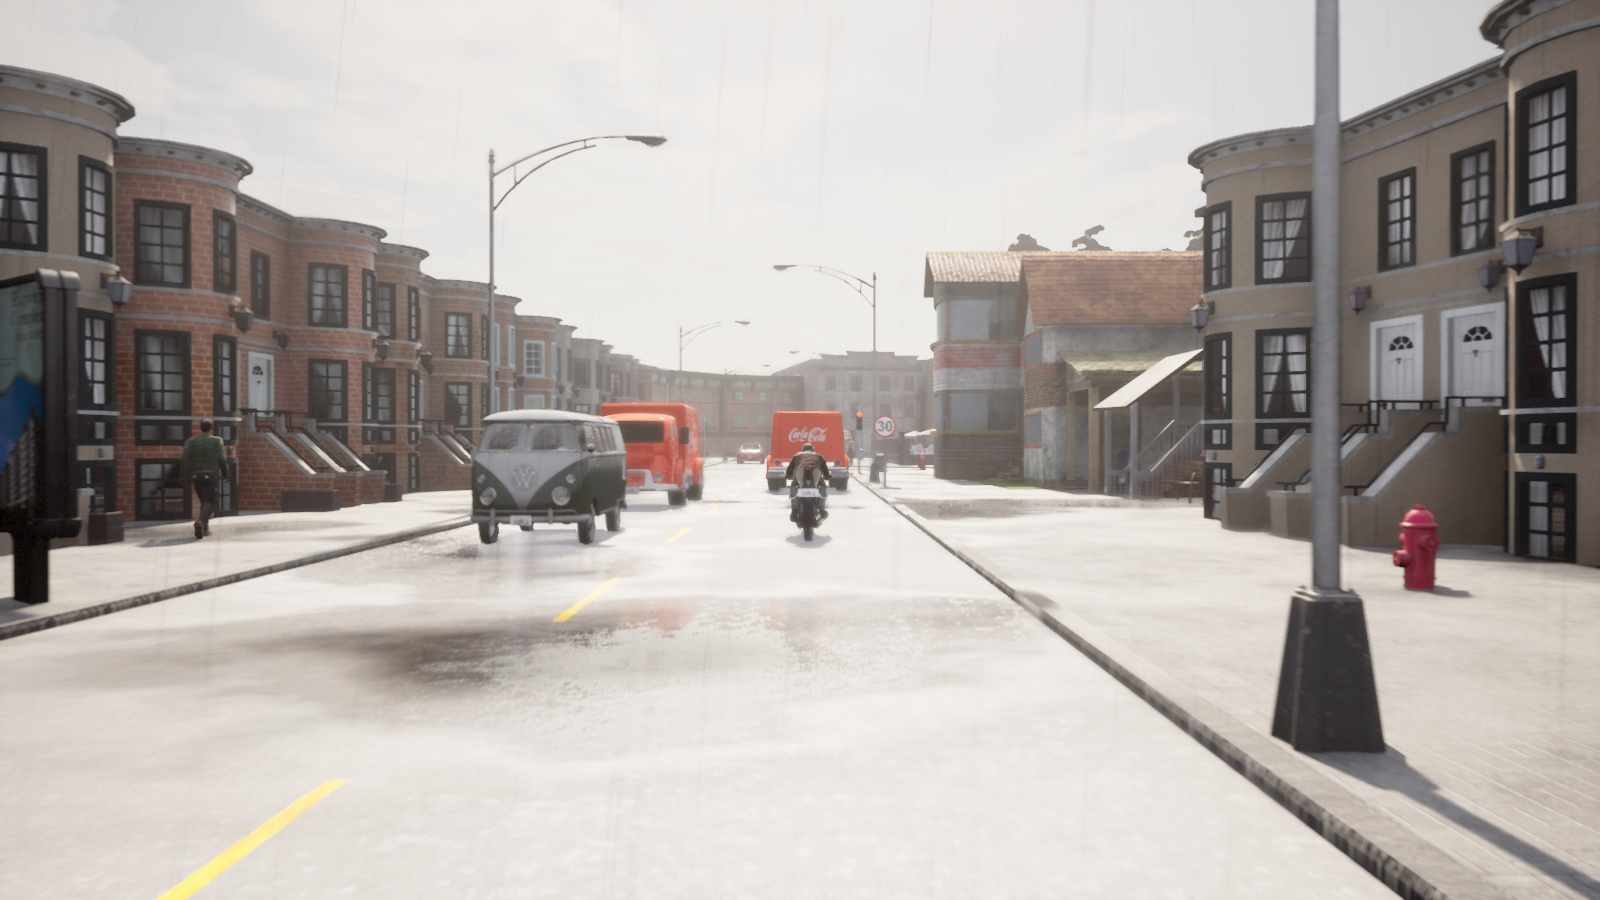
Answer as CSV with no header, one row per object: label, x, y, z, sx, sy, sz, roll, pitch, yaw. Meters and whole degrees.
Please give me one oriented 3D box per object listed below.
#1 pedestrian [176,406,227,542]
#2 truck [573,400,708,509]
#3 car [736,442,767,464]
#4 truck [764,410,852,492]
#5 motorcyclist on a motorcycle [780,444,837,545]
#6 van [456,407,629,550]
pedestrian,-8.805,0.345,18.494,0.423,1.949,0.788,0,0,-5
truck,-3.806,0.080,31.058,2.627,2.467,5.204,0,0,0
car,-3.486,0.182,90.177,2.007,1.525,4.514,0,0,1
truck,0.249,0.029,40.368,2.627,2.467,5.204,0,0,0
motorcyclist on a motorcycle,0.131,0.668,20.102,0.866,1.530,2.191,0,0,0
van,-3.872,0.385,19.638,1.775,1.987,4.442,0,0,0
